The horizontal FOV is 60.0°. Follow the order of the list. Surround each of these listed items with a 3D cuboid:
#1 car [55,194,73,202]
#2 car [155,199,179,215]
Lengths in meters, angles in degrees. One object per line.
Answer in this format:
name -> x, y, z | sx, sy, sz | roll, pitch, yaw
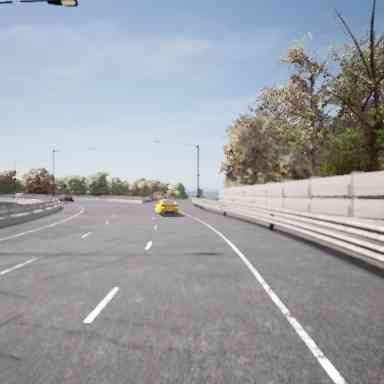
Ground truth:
car -> -28.047, 1.302, 73.677 | 2.097, 1.767, 4.553 | 0, 0, -39
car -> -2.583, 1.491, 33.558 | 1.882, 1.535, 5.008 | 0, 0, -12
